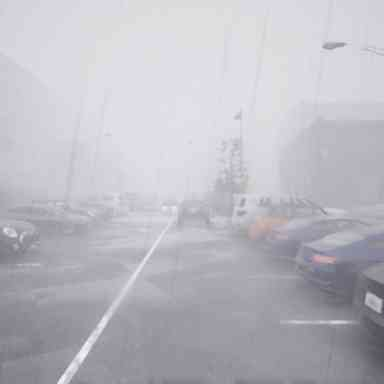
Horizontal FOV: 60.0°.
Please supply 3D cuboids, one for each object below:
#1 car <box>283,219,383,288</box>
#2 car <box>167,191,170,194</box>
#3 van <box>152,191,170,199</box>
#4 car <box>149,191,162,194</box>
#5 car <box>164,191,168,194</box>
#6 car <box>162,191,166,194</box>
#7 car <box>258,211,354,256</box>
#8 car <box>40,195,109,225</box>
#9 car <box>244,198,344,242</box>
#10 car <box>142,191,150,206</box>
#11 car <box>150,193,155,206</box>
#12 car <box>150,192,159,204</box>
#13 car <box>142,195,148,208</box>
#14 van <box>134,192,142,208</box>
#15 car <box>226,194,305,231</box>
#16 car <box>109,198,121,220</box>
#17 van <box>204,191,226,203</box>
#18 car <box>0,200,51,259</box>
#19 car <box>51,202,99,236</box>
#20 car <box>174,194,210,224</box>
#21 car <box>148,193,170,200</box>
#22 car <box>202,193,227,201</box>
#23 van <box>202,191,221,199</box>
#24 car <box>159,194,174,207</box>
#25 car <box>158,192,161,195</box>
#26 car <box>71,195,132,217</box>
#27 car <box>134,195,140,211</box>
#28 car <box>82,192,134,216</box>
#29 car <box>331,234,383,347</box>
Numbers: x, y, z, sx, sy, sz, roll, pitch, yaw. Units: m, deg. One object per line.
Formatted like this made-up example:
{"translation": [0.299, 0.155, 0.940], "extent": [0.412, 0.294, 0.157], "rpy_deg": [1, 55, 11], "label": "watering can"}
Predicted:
{"translation": [4.676, 1.477, 7.289], "extent": [4.674, 1.452, 2.002], "rpy_deg": [0, 0, 0], "label": "car"}
{"translation": [-7.636, 0.790, 75.815], "extent": [5.566, 2.045, 2.435], "rpy_deg": [0, 0, 0], "label": "car"}
{"translation": [-7.783, 0.834, 84.171], "extent": [4.442, 1.987, 1.878], "rpy_deg": [0, 0, 0], "label": "van"}
{"translation": [-7.628, 1.045, 53.465], "extent": [4.553, 1.767, 2.185], "rpy_deg": [0, 0, 0], "label": "car"}
{"translation": [-7.848, 1.103, 64.642], "extent": [5.366, 1.575, 1.946], "rpy_deg": [0, 0, 0], "label": "car"}
{"translation": [-7.847, 1.135, 59.055], "extent": [5.366, 1.575, 1.946], "rpy_deg": [0, 0, 0], "label": "car"}
{"translation": [4.675, 1.460, 10.352], "extent": [4.674, 1.452, 2.002], "rpy_deg": [0, 0, 0], "label": "car"}
{"translation": [-7.685, 1.238, 19.944], "extent": [4.553, 1.767, 2.185], "rpy_deg": [0, 0, 0], "label": "car"}
{"translation": [4.646, 1.277, 13.290], "extent": [4.553, 1.767, 2.185], "rpy_deg": [0, 0, 0], "label": "car"}
{"translation": [-7.688, 1.125, 39.498], "extent": [4.553, 1.767, 2.185], "rpy_deg": [0, 0, 0], "label": "car"}
{"translation": [-7.653, 1.235, 42.168], "extent": [5.008, 1.535, 2.097], "rpy_deg": [0, 0, 0], "label": "car"}
{"translation": [-7.665, 1.204, 47.880], "extent": [4.892, 1.521, 2.231], "rpy_deg": [0, 0, 0], "label": "car"}
{"translation": [-7.654, 1.307, 36.706], "extent": [4.674, 1.452, 2.002], "rpy_deg": [0, 0, 0], "label": "car"}
{"translation": [-7.773, 1.057, 33.911], "extent": [4.442, 1.987, 1.878], "rpy_deg": [0, 0, 0], "label": "van"}
{"translation": [4.705, 1.135, 16.102], "extent": [5.566, 2.045, 2.435], "rpy_deg": [0, 0, 0], "label": "car"}
{"translation": [-7.683, 1.377, 22.738], "extent": [4.792, 1.488, 2.163], "rpy_deg": [0, 0, 0], "label": "car"}
{"translation": [4.786, 0.927, 56.542], "extent": [4.442, 1.987, 1.878], "rpy_deg": [0, 0, 0], "label": "van"}
{"translation": [-7.683, 1.287, 11.438], "extent": [4.553, 1.767, 2.185], "rpy_deg": [0, 0, 0], "label": "car"}
{"translation": [-7.623, 1.410, 17.149], "extent": [4.792, 1.488, 2.163], "rpy_deg": [0, 0, 0], "label": "car"}
{"translation": [0.094, 1.216, 23.319], "extent": [2.097, 1.767, 4.553], "rpy_deg": [0, 0, 0], "label": "car"}
{"translation": [-7.664, 1.029, 78.551], "extent": [5.008, 1.535, 2.097], "rpy_deg": [0, 0, 0], "label": "car"}
{"translation": [4.851, 1.054, 73.164], "extent": [5.366, 1.575, 1.946], "rpy_deg": [0, 0, 0], "label": "car"}
{"translation": [4.781, 0.810, 81.648], "extent": [4.442, 1.987, 1.878], "rpy_deg": [0, 0, 0], "label": "van"}
{"translation": [-3.091, 1.297, 46.090], "extent": [1.994, 1.385, 4.181], "rpy_deg": [0, 0, 0], "label": "car"}
{"translation": [-7.654, 1.188, 50.674], "extent": [4.892, 1.521, 2.231], "rpy_deg": [0, 0, 0], "label": "car"}
{"translation": [-7.624, 1.190, 28.325], "extent": [4.553, 1.767, 2.185], "rpy_deg": [0, 0, 0], "label": "car"}
{"translation": [-7.684, 1.329, 31.117], "extent": [4.792, 1.488, 2.163], "rpy_deg": [0, 0, 0], "label": "car"}
{"translation": [-7.682, 1.080, 25.529], "extent": [5.566, 2.045, 2.435], "rpy_deg": [0, 0, 0], "label": "car"}
{"translation": [4.709, 1.484, 4.350], "extent": [4.792, 1.488, 2.163], "rpy_deg": [0, 0, 0], "label": "car"}
